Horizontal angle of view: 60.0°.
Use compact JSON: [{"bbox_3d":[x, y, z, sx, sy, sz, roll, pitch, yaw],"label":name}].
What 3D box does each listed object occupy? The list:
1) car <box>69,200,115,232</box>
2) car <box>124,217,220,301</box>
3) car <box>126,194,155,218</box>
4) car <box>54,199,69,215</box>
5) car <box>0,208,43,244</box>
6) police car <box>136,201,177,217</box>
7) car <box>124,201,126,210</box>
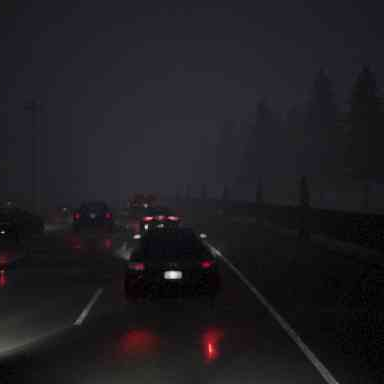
[{"bbox_3d":[-5.778,1.327,20.042,2.097,1.767,4.553,0,0,-11],"label":"car"},{"bbox_3d":[-0.527,1.552,8.360,1.994,1.385,4.181,0,0,-5],"label":"car"},{"bbox_3d":[-4.448,1.186,29.856,2.150,2.045,5.566,0,0,-14],"label":"car"},{"bbox_3d":[-12.684,1.486,33.821,1.812,1.442,4.674,0,0,-15],"label":"car"},{"bbox_3d":[-8.451,1.475,15.584,2.128,1.511,4.902,0,0,-9],"label":"car"},{"bbox_3d":[-1.916,1.477,18.513,2.038,1.542,4.974,0,0,-10],"label":"police car"},{"bbox_3d":[-7.603,1.403,41.986,1.801,1.575,5.366,0,0,-15],"label":"car"}]
